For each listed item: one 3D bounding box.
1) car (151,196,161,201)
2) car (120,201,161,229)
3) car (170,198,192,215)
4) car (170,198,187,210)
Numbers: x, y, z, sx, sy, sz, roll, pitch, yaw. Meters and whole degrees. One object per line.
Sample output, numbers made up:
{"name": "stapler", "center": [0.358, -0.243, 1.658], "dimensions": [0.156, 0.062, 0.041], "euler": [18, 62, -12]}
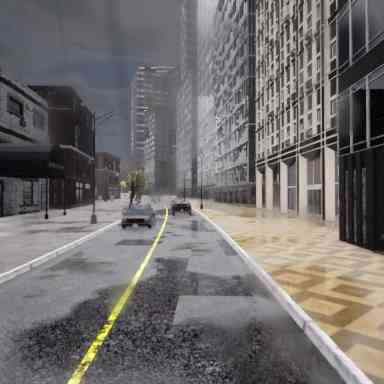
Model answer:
{"name": "car", "center": [-6.959, 1.486, 64.304], "dimensions": [2.128, 1.511, 4.902], "euler": [0, 0, -7]}
{"name": "car", "center": [-3.363, 1.544, 21.712], "dimensions": [2.033, 1.411, 5.357], "euler": [0, 0, -2]}
{"name": "car", "center": [-1.072, 1.482, 33.216], "dimensions": [2.128, 1.511, 4.902], "euler": [0, 0, -4]}
{"name": "car", "center": [-1.867, 1.531, 43.501], "dimensions": [2.033, 1.411, 5.357], "euler": [0, 0, -5]}
